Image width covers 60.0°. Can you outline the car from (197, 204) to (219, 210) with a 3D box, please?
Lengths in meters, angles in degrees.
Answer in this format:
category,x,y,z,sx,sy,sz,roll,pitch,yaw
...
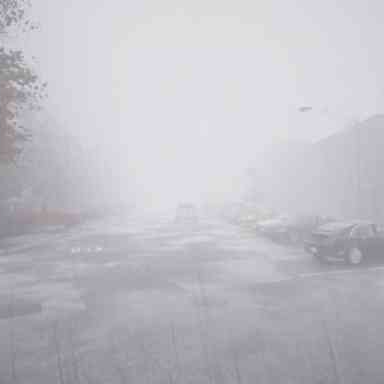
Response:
category,x,y,z,sx,sy,sz,roll,pitch,yaw
car,3.767,3.579,80.320,4.792,1.488,2.163,2,-2,-22

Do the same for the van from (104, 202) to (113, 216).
category,x,y,z,sx,sy,sz,roll,pitch,yaw
van,-12.535,2.288,41.443,4.442,1.987,1.878,0,-1,-22

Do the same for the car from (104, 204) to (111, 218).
category,x,y,z,sx,sy,sz,roll,pitch,yaw
car,-12.331,2.474,38.535,4.792,1.488,2.163,0,-1,-22

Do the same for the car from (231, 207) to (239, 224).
category,x,y,z,sx,sy,sz,roll,pitch,yaw
car,5.997,2.243,27.571,4.674,1.452,2.002,1,-1,-22

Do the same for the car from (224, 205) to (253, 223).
category,x,y,z,sx,sy,sz,roll,pitch,yaw
car,5.880,2.271,30.499,4.892,1.521,2.231,1,-1,-22

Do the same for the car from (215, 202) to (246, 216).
category,x,y,z,sx,sy,sz,roll,pitch,yaw
car,5.526,2.348,39.305,4.553,1.767,2.185,1,-1,-22

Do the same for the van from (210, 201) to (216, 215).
category,x,y,z,sx,sy,sz,roll,pitch,yaw
van,5.142,2.383,45.111,4.442,1.987,1.878,1,-1,-22

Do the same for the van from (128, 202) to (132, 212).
category,x,y,z,sx,sy,sz,roll,pitch,yaw
van,-12.955,2.653,56.247,4.442,1.987,1.878,0,-2,-22

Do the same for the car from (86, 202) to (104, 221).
category,x,y,z,sx,sy,sz,roll,pitch,yaw
car,-12.153,2.250,35.621,4.553,1.767,2.185,0,-1,-23

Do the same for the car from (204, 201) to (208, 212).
category,x,y,z,sx,sy,sz,roll,pitch,yaw
car,4.841,2.703,53.939,4.553,1.767,2.185,1,-2,-22

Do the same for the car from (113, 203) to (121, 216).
category,x,y,z,sx,sy,sz,roll,pitch,yaw
car,-12.547,2.584,44.429,4.892,1.521,2.231,0,-1,-22

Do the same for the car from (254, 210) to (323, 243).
category,x,y,z,sx,sy,sz,roll,pitch,yaw
car,6.378,2.002,18.780,4.892,1.521,2.231,1,-1,-22

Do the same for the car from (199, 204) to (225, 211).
category,x,y,z,sx,sy,sz,roll,pitch,yaw
car,4.289,3.303,71.594,5.366,1.575,1.946,2,-2,-22

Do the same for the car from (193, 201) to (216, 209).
category,x,y,z,sx,sy,sz,roll,pitch,yaw
car,3.324,3.547,89.097,5.566,2.045,2.435,2,-2,-23

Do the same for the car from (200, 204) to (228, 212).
category,x,y,z,sx,sy,sz,roll,pitch,yaw
car,4.361,3.141,65.663,4.892,1.521,2.231,1,-2,-22

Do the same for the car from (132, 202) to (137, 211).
category,x,y,z,sx,sy,sz,roll,pitch,yaw
car,-13.313,3.074,62.075,4.674,1.452,2.002,0,-2,-23

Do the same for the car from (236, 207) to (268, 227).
category,x,y,z,sx,sy,sz,roll,pitch,yaw
car,6.289,2.137,24.717,5.366,1.575,1.946,1,-2,-22

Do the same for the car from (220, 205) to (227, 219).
category,x,y,z,sx,sy,sz,roll,pitch,yaw
car,5.717,2.367,33.419,4.792,1.488,2.163,1,-1,-22

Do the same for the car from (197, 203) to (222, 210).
category,x,y,z,sx,sy,sz,roll,pitch,yaw
car,4.041,3.468,77.448,5.366,1.575,1.946,2,-2,-22

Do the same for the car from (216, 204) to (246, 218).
category,x,y,z,sx,sy,sz,roll,pitch,yaw
car,5.626,2.406,36.364,4.892,1.521,2.231,1,-1,-22

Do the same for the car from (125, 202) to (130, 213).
category,x,y,z,sx,sy,sz,roll,pitch,yaw
car,-12.927,2.842,53.247,4.674,1.452,2.002,0,-1,-22

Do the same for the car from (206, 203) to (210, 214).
category,x,y,z,sx,sy,sz,roll,pitch,yaw
car,5.113,2.683,48.084,5.008,1.535,2.097,1,-2,-22

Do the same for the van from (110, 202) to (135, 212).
category,x,y,z,sx,sy,sz,roll,pitch,yaw
van,-13.542,2.889,64.970,4.442,1.987,1.878,0,-1,-22

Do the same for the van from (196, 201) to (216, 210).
category,x,y,z,sx,sy,sz,roll,pitch,yaw
van,3.508,3.403,83.194,4.442,1.987,1.878,2,-2,-23

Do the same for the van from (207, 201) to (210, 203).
category,x,y,z,sx,sy,sz,roll,pitch,yaw
van,5.103,2.534,51.068,4.442,1.987,1.878,1,-2,-22

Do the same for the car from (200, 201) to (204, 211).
category,x,y,z,sx,sy,sz,roll,pitch,yaw
car,4.647,2.732,59.824,5.566,2.045,2.435,1,-2,-22

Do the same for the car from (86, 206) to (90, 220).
category,x,y,z,sx,sy,sz,roll,pitch,yaw
car,-11.952,2.270,29.710,4.792,1.488,2.163,0,-1,-22

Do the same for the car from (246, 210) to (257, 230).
category,x,y,z,sx,sy,sz,roll,pitch,yaw
car,6.248,2.108,21.709,4.674,1.452,2.002,1,-1,-22

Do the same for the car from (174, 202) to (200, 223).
category,x,y,z,sx,sy,sz,roll,pitch,yaw
car,-0.643,2.104,34.962,2.150,2.045,5.566,0,-1,-2

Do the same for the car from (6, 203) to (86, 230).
category,x,y,z,sx,sy,sz,roll,pitch,yaw
car,-11.780,1.922,26.804,5.566,2.045,2.435,0,-2,-22

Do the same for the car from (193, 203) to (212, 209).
category,x,y,z,sx,sy,sz,roll,pitch,yaw
car,3.059,4.015,94.958,4.892,1.521,2.231,2,-4,-23

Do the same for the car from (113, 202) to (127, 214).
category,x,y,z,sx,sy,sz,roll,pitch,yaw
car,-12.510,2.652,47.443,5.366,1.575,1.946,0,-2,-22

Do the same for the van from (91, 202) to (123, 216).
category,x,y,z,sx,sy,sz,roll,pitch,yaw
van,-12.915,2.503,50.269,4.442,1.987,1.878,0,-1,-22

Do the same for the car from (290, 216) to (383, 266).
category,x,y,z,sx,sy,sz,roll,pitch,yaw
car,6.618,1.868,12.924,4.892,1.521,2.231,1,-2,-22
